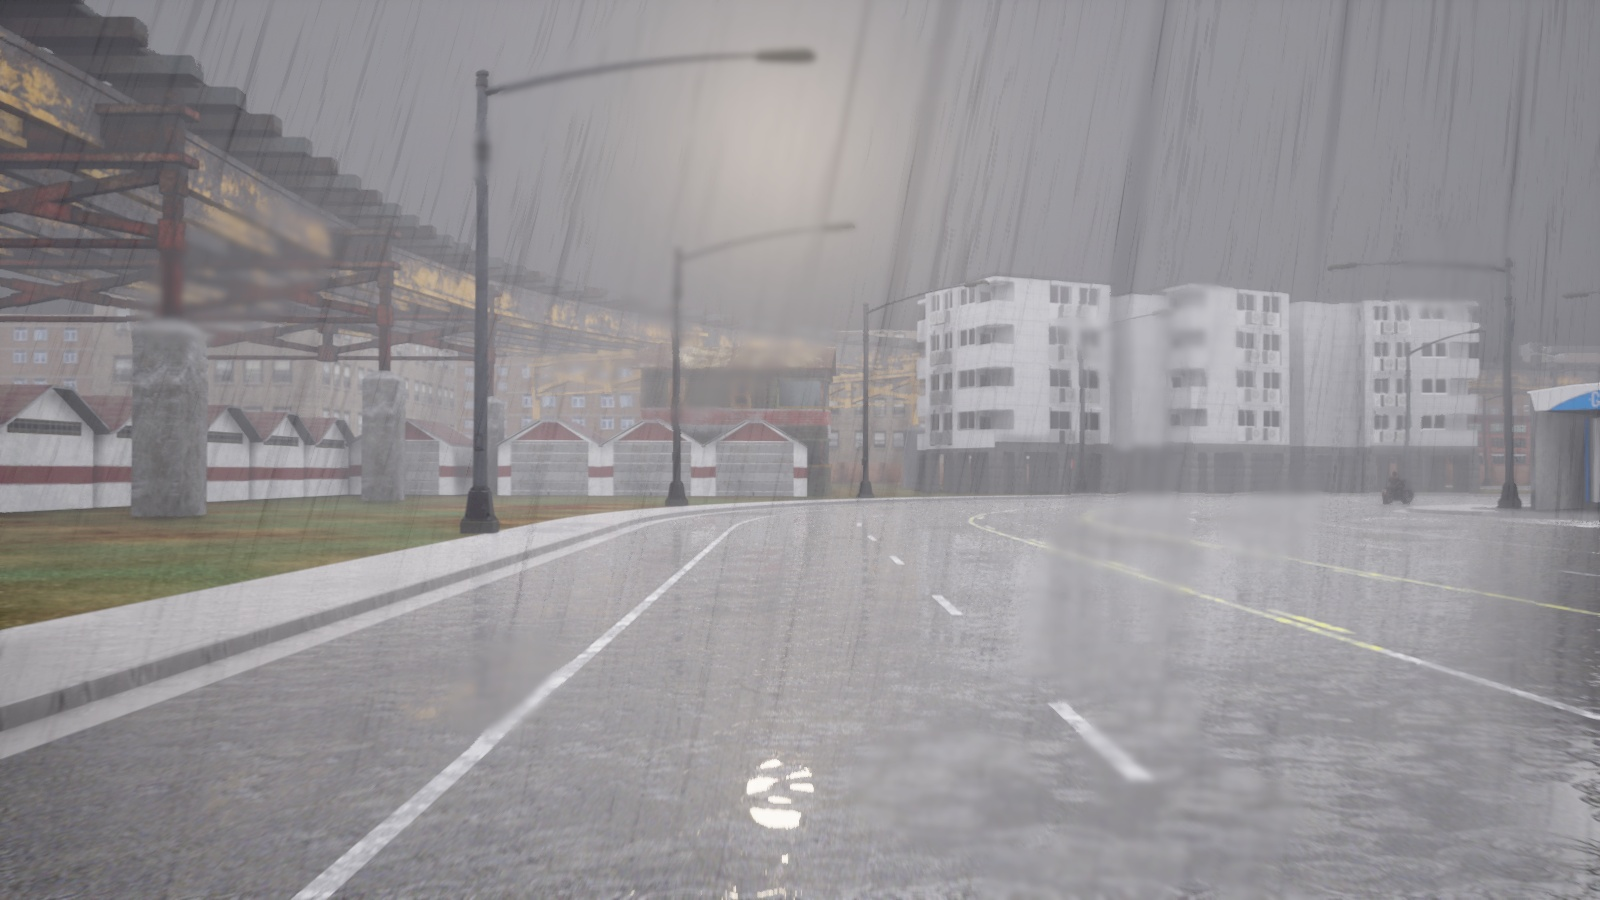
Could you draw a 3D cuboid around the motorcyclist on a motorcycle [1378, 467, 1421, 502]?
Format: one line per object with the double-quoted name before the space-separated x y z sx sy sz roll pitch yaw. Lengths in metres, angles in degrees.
"motorcyclist on a motorcycle" 29.121 1.669 60.988 2.350 1.649 0.766 1 -1 -34
